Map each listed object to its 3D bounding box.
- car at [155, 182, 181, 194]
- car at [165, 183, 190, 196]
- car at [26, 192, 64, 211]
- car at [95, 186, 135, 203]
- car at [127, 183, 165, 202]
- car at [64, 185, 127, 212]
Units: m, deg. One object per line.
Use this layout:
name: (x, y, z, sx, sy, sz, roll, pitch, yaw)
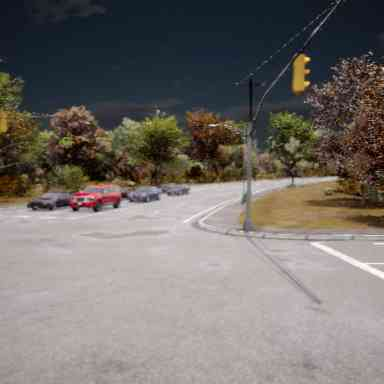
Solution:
car: (-3.608, -0.653, 51.057, 1.837, 1.490, 4.892, 1, 5, 24)
car: (-1.780, -0.316, 46.367, 1.837, 1.490, 4.892, 1, 5, 23)
car: (-11.314, 0.703, 27.863, 2.033, 1.411, 5.357, 1, 2, 13)
car: (-8.622, 0.221, 37.750, 2.128, 1.511, 4.902, 1, 3, 18)
car: (-5.183, 0.143, 36.987, 2.097, 1.767, 4.553, 1, 3, 18)
car: (-7.772, 0.435, 27.525, 2.150, 2.045, 5.566, 1, 2, 13)
